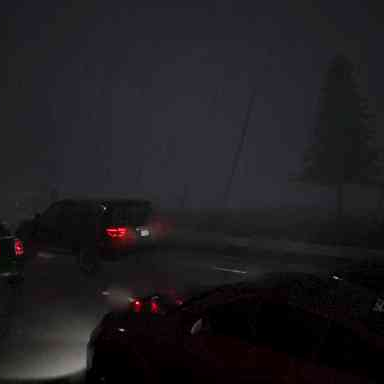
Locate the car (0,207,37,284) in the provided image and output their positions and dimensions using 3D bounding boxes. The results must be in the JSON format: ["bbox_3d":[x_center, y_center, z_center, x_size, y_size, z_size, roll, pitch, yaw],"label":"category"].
[{"bbox_3d":[-6.217,1.352,8.391,4.553,1.767,2.097,0,0,36],"label":"car"}]

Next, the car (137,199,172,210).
[{"bbox_3d":[-4.814,1.601,43.529,1.895,1.301,4.718,0,0,36],"label":"car"}]

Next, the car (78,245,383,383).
[{"bbox_3d":[0.834,1.564,3.394,4.181,1.385,1.994,0,0,35],"label":"car"}]

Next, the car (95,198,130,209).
[{"bbox_3d":[-11.100,1.601,46.791,1.895,1.301,4.718,0,0,36],"label":"car"}]

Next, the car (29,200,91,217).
[{"bbox_3d":[-12.806,1.547,32.592,2.033,1.411,5.357,0,0,36],"label":"car"}]

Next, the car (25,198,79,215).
[{"bbox_3d":[-14.900,1.478,35.658,1.882,1.535,5.008,0,0,36],"label":"car"}]

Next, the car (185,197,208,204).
[{"bbox_3d":[0.851,1.601,63.077,1.895,1.301,4.718,0,0,37],"label":"car"}]

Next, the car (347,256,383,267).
[{"bbox_3d":[4.703,1.478,4.933,5.008,1.535,1.882,0,0,35],"label":"car"}]

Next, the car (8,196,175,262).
[{"bbox_3d":[-3.473,1.221,10.732,5.566,2.045,2.150,0,0,36],"label":"car"}]

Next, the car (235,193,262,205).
[{"bbox_3d":[10.223,1.223,58.084,2.150,2.045,5.566,0,0,37],"label":"car"}]

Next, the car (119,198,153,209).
[{"bbox_3d":[-7.613,1.525,45.630,1.812,1.442,4.674,0,0,36],"label":"car"}]

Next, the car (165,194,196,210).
[{"bbox_3d":[-2.334,1.222,40.994,2.150,2.045,5.566,0,0,36],"label":"car"}]

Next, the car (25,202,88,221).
[{"bbox_3d":[-11.442,1.601,28.474,1.895,1.301,4.718,0,0,36],"label":"car"}]

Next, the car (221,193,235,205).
[{"bbox_3d":[7.448,1.223,60.216,2.150,2.045,5.566,0,0,37],"label":"car"}]

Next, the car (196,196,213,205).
[{"bbox_3d":[1.914,1.526,58.626,1.812,1.442,4.674,0,0,36],"label":"car"}]
